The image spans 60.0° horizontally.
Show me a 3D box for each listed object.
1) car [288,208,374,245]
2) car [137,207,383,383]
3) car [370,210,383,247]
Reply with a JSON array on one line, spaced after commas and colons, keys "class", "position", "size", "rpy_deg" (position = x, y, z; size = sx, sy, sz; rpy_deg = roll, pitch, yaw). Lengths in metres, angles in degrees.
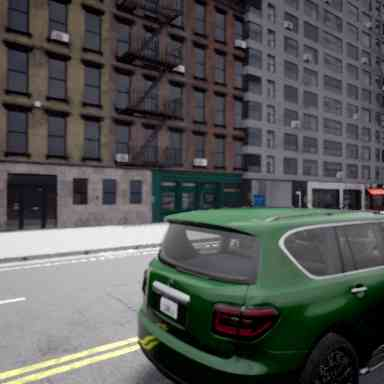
[{"class": "car", "position": [7.064, 1.598, 16.698], "size": [4.674, 1.442, 1.812], "rpy_deg": [0, 0, -35]}, {"class": "car", "position": [1.955, 1.241, 4.829], "size": [5.566, 2.045, 2.150], "rpy_deg": [0, 0, -35]}, {"class": "car", "position": [10.412, 1.573, 15.093], "size": [4.902, 1.511, 2.128], "rpy_deg": [0, 0, -35]}]
